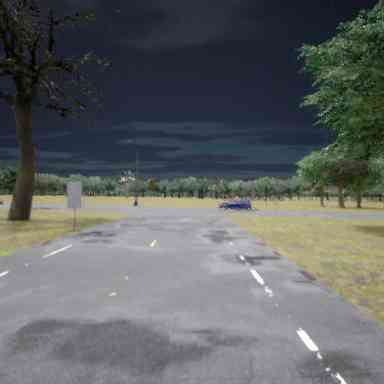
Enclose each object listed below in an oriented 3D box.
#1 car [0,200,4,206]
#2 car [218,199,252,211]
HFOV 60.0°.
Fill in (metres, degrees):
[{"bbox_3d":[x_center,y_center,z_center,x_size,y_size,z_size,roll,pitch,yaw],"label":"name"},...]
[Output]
[{"bbox_3d":[-29.978,1.346,48.415,4.892,1.490,1.837,2,0,0],"label":"car"},{"bbox_3d":[7.150,2.110,55.246,5.566,2.045,2.150,2,0,0],"label":"car"}]
